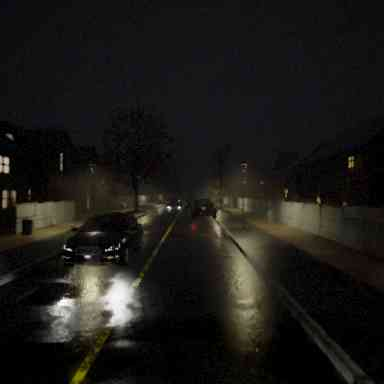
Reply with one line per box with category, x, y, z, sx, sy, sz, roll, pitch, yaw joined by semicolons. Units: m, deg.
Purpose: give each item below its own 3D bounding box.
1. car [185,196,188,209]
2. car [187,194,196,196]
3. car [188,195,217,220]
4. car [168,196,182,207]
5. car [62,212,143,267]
car;0.007;1.609;46.805;2.033;1.411;5.357;0;0;0
car;0.000;1.308;61.684;2.150;2.045;5.566;0;0;0
car;0.931;1.353;28.383;2.097;1.767;4.553;-2;0;0
car;-2.809;1.427;54.429;2.097;1.767;4.553;0;0;0
car;-2.849;1.516;11.513;1.837;1.490;4.892;0;0;0
